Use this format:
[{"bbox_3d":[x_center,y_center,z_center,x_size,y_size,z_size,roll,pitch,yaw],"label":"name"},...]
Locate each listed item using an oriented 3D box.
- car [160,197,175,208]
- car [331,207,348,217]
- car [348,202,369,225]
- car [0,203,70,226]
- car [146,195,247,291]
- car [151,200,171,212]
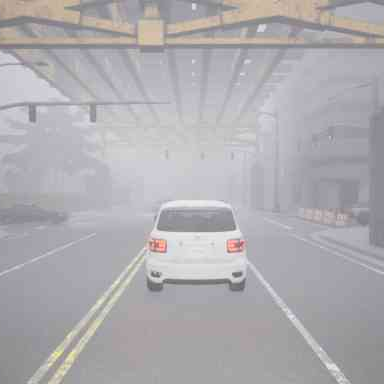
[{"bbox_3d":[-3.551,1.526,49.063,1.812,1.442,4.674,0,0,0],"label":"car"},{"bbox_3d":[13.656,1.295,26.292,4.536,1.218,1.853,0,0,25],"label":"car"},{"bbox_3d":[13.279,1.453,22.155,4.974,1.542,2.038,0,0,-20],"label":"car"},{"bbox_3d":[-10.924,1.525,22.973,4.674,1.442,1.812,0,0,-4],"label":"car"},{"bbox_3d":[0.086,1.221,9.111,2.150,2.045,5.566,0,0,0],"label":"car"},{"bbox_3d":[-3.567,1.601,39.116,1.895,1.301,4.718,0,0,0],"label":"car"}]
